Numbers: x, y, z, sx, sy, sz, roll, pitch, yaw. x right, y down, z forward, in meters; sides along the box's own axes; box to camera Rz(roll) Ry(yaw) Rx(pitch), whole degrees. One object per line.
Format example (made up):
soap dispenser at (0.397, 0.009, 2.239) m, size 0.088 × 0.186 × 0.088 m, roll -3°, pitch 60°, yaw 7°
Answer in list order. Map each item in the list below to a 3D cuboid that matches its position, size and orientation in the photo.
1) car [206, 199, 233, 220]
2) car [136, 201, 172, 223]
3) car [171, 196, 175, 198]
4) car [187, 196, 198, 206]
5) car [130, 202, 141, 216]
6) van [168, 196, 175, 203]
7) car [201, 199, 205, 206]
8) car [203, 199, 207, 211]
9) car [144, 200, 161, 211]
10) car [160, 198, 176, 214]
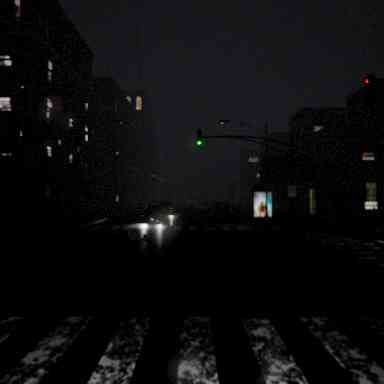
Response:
car at (2.685, 1.693, 31.125) m, size 1.967 × 1.590 × 4.097 m, roll 0°, pitch 0°, yaw 0°
car at (-3.098, 1.778, 28.497) m, size 2.033 × 1.411 × 5.357 m, roll 0°, pitch 0°, yaw 0°
car at (-5.693, 2.106, 76.684) m, size 1.967 × 1.590 × 4.097 m, roll -1°, pitch -1°, yaw 0°
car at (0.090, 1.823, 69.836) m, size 2.150 × 2.045 × 5.566 m, roll 0°, pitch -1°, yaw 0°
car at (-5.694, 1.854, 36.809) m, size 2.008 × 1.369 × 4.403 m, roll 0°, pitch 0°, yaw 0°
van at (-5.693, 2.174, 93.774) m, size 1.690 × 1.788 × 3.998 m, roll -1°, pitch -1°, yaw 0°
car at (2.687, 1.954, 48.214) m, size 2.008 × 1.369 × 4.403 m, roll 0°, pitch -1°, yaw 0°
car at (2.687, 1.935, 42.517) m, size 1.802 × 1.307 × 4.206 m, roll 0°, pitch -1°, yaw 0°
car at (-5.693, 1.954, 48.202) m, size 2.008 × 1.369 × 4.403 m, roll 0°, pitch -1°, yaw 0°
car at (-3.097, 1.805, 39.556) m, size 1.882 × 1.535 × 5.008 m, roll 0°, pitch -1°, yaw 0°
